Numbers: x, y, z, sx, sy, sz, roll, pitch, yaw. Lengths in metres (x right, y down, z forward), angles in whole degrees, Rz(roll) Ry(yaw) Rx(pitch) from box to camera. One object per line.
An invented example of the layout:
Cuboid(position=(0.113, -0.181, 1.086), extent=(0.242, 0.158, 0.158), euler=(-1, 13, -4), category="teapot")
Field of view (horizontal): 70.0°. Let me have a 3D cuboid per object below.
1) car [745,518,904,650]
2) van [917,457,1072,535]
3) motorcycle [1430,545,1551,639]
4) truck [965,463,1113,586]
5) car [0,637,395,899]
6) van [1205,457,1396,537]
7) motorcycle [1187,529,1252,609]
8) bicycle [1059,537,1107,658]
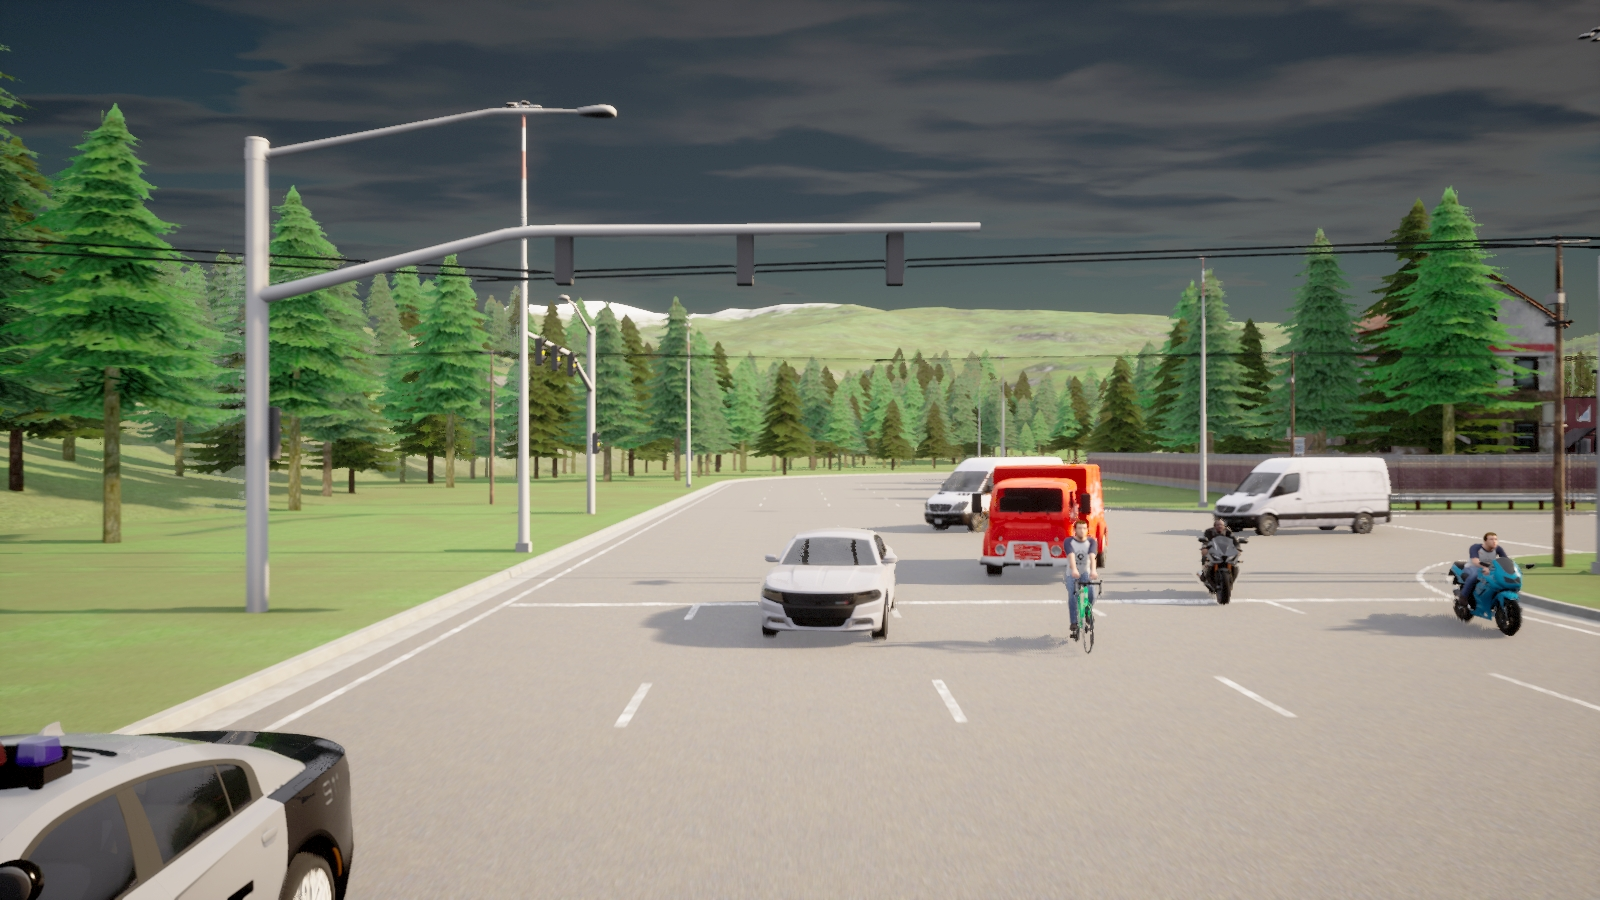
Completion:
Cuboid(position=(0.559, 2.034, 18.615), extent=(2.097, 1.535, 5.006), euler=(0, 0, 7), category="car")
Cuboid(position=(6.955, 1.535, 40.460), extent=(5.915, 2.561, 1.988), euler=(0, -1, -39), category="van")
Cuboid(position=(10.767, 2.187, 17.908), extent=(0.803, 1.199, 2.033), euler=(1, 0, 6), category="motorcycle")
Cuboid(position=(5.626, 1.567, 26.281), extent=(2.627, 2.467, 5.204), euler=(0, 0, 20), category="truck")
Cuboid(position=(-3.589, 1.982, 4.462), extent=(2.097, 1.638, 5.238), euler=(0, 0, 1), category="car")
Cuboid(position=(16.856, 1.535, 38.521), extent=(5.915, 2.561, 1.988), euler=(0, 0, -14), category="van")
Cuboid(position=(7.873, 2.205, 21.528), extent=(0.867, 1.251, 2.209), euler=(1, 0, 13), category="motorcycle")
Cuboid(position=(4.007, 2.056, 16.262), extent=(0.373, 1.496, 1.643), euler=(0, 0, 4), category="bicycle")
